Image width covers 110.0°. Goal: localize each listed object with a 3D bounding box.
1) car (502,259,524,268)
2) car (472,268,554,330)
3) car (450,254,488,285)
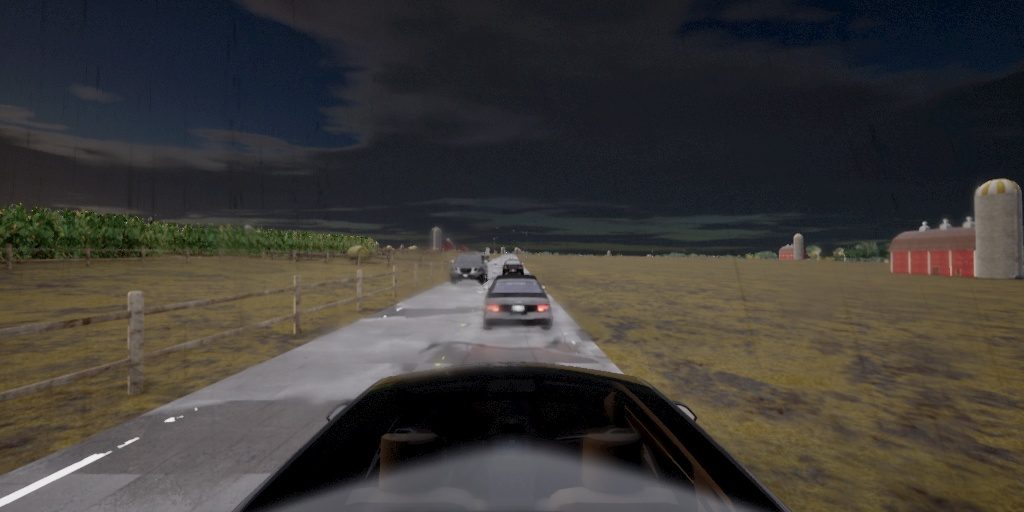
[{"bbox_3d":[0.090,1.045,33.122,1.882,1.535,5.008,0,0,0],"label":"car"},{"bbox_3d":[0.113,1.264,10.907,2.033,1.411,5.357,0,0,-1],"label":"car"},{"bbox_3d":[-2.859,0.852,24.981,2.150,2.045,5.566,0,0,0],"label":"car"}]
